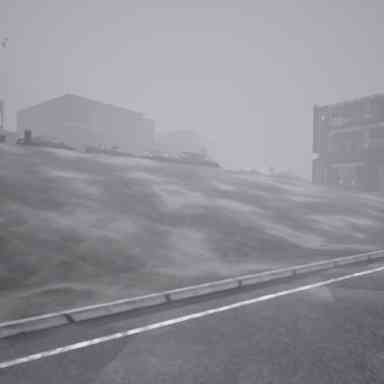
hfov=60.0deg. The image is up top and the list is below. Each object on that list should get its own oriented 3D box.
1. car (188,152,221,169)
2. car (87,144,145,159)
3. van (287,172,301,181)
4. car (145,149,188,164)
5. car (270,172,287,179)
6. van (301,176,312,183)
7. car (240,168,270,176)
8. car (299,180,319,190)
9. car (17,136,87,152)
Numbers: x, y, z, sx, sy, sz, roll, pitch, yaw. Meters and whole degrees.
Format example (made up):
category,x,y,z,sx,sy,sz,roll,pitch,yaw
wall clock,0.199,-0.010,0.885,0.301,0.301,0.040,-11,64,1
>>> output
category,x,y,z,sx,sy,sz,roll,pitch,yaw
car,0.854,-3.233,37.447,2.435,2.045,5.566,1,-2,44
car,-7.061,-3.365,29.456,4.892,1.521,2.231,2,-1,-43
van,15.485,-2.190,54.190,1.878,1.987,4.442,1,-2,40
car,-3.058,-3.310,33.425,4.553,1.767,2.185,3,-1,-45
car,11.856,-2.217,49.823,2.002,1.452,4.674,1,-2,40
van,18.909,-1.885,58.533,1.878,1.987,4.442,1,-3,38
car,8.257,-2.480,45.617,2.002,1.452,4.674,1,-2,42
car,22.194,-1.315,62.865,2.163,1.488,4.792,1,-3,37
car,-10.994,-3.483,25.726,4.674,1.452,2.002,2,-1,-42
